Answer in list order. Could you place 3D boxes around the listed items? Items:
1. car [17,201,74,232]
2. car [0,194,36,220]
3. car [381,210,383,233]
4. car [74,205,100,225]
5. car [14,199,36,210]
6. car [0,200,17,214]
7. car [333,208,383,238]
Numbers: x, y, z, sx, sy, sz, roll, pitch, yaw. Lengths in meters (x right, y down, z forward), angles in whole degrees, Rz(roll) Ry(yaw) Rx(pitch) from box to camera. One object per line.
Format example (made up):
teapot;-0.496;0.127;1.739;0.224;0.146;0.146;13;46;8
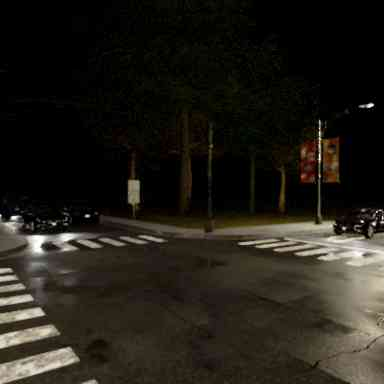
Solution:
car;-9.035;1.519;20.277;1.837;1.490;4.892;1;0;-37
car;-14.847;1.223;28.470;2.150;2.045;5.566;1;0;-35
car;11.135;1.662;15.614;4.892;1.490;1.837;1;0;-35
car;-8.282;1.603;24.296;1.994;1.385;4.181;1;0;-35
car;-21.905;1.619;43.466;1.895;1.301;4.718;1;0;-35
car;-20.763;1.594;36.800;1.895;1.301;4.718;1;0;-36
car;9.885;1.669;18.715;4.892;1.490;1.837;1;0;-36
